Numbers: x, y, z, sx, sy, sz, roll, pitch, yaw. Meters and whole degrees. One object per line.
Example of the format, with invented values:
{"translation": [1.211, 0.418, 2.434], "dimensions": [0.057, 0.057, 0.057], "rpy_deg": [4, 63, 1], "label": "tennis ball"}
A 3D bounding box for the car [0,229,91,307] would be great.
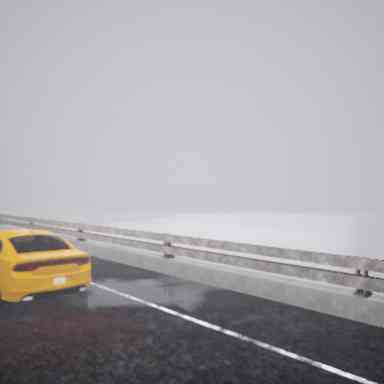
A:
{"translation": [-4.508, 1.703, 8.642], "dimensions": [5.008, 1.535, 1.882], "rpy_deg": [0, -3, 44], "label": "car"}
